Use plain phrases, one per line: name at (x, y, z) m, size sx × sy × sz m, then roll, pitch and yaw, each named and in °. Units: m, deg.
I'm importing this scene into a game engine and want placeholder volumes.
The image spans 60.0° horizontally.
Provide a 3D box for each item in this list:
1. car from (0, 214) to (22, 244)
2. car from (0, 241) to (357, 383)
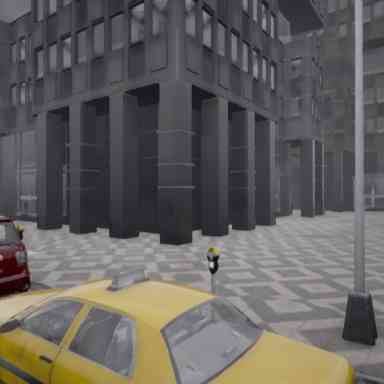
car at (-5.285, 1.314, 6.739) m, size 5.009 × 1.841 × 2.192 m, roll 0°, pitch 0°, yaw 36°
car at (-0.864, 1.523, 3.583) m, size 4.829 × 1.417 × 1.752 m, roll 0°, pitch 0°, yaw 36°
